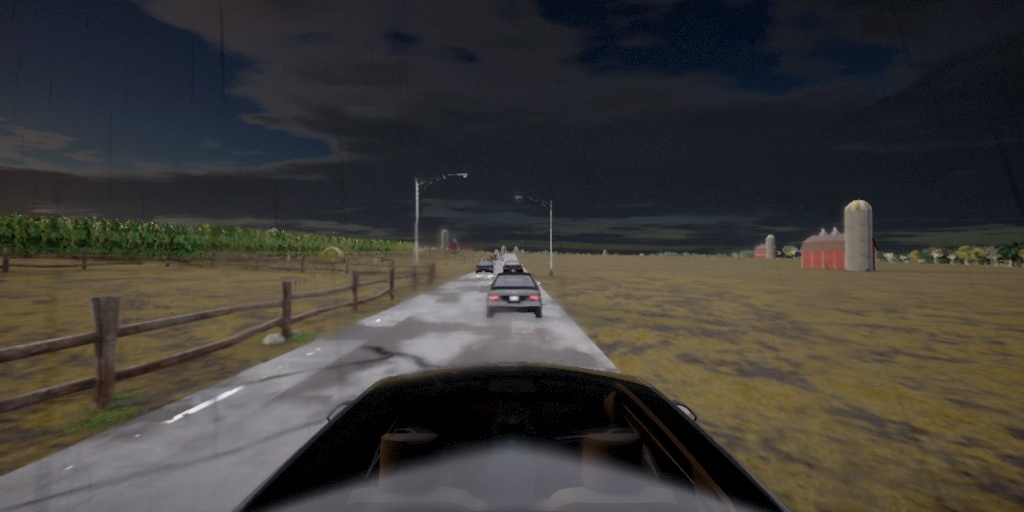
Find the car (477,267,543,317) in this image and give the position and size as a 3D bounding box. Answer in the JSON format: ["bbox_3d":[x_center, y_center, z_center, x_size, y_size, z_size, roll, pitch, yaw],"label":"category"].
[{"bbox_3d":[0.082,1.289,13.073,2.033,1.411,5.357,0,0,0],"label":"car"}]

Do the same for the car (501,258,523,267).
[{"bbox_3d":[0.089,1.168,34.969,1.882,1.535,5.008,0,0,0],"label":"car"}]

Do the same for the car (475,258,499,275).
[{"bbox_3d":[-2.857,1.221,38.690,2.033,1.411,5.357,0,0,0],"label":"car"}]
